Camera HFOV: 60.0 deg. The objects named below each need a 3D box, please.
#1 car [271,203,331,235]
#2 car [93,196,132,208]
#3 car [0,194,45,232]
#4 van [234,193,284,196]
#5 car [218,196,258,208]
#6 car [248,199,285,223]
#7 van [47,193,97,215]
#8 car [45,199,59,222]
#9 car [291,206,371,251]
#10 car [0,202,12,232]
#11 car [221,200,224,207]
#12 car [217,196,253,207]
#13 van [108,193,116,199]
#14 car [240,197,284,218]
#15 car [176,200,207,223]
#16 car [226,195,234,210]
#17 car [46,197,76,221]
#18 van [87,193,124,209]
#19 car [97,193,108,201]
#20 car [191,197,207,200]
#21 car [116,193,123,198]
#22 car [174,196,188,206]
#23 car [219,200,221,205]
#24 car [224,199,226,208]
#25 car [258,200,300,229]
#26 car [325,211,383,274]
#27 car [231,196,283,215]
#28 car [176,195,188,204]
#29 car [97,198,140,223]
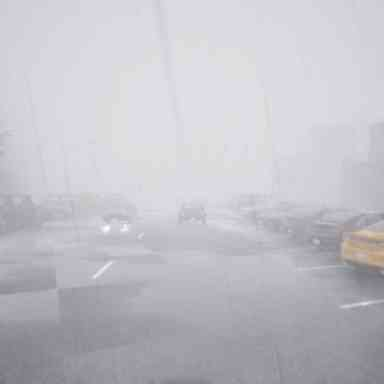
[{"bbox_3d":[6.379,1.394,14.786,4.892,1.521,2.231,1,0,-20],"label":"car"},{"bbox_3d":[-10.846,1.325,45.399,5.008,1.535,2.097,-1,0,-19],"label":"car"},{"bbox_3d":[-11.415,1.167,18.356,5.566,2.045,2.435,-1,0,-19],"label":"car"},{"bbox_3d":[6.405,1.114,29.507,4.442,1.987,1.878,1,0,-20],"label":"van"},{"bbox_3d":[6.116,1.312,44.197,4.792,1.488,2.163,1,0,-21],"label":"car"},{"bbox_3d":[6.326,1.400,20.648,4.792,1.488,2.163,1,0,-20],"label":"car"},{"bbox_3d":[-11.306,1.152,30.358,4.442,1.987,1.878,-1,0,-19],"label":"van"},{"bbox_3d":[-11.376,1.437,21.372,4.792,1.488,2.163,-1,0,-19],"label":"car"},{"bbox_3d":[6.387,1.405,11.853,4.892,1.521,2.231,1,0,-20],"label":"car"},{"bbox_3d":[-11.405,1.429,15.353,4.892,1.521,2.231,-1,0,-20],"label":"car"},{"bbox_3d":[6.233,1.335,38.322,4.792,1.488,2.163,1,0,-21],"label":"car"},{"bbox_3d":[6.109,1.312,47.159,4.674,1.452,2.002,1,1,-21],"label":"car"},{"bbox_3d":[-10.953,1.128,36.446,4.442,1.987,1.878,-1,0,-19],"label":"van"},{"bbox_3d":[6.344,1.360,23.593,5.008,1.535,2.097,1,1,-20],"label":"car"},{"bbox_3d":[0.011,1.491,24.340,1.895,1.301,4.718,0,0,0],"label":"car"},{"bbox_3d":[6.273,1.327,32.409,5.008,1.535,2.097,1,0,-20],"label":"car"},{"bbox_3d":[-11.316,1.398,24.392,4.892,1.521,2.231,-1,0,-19],"label":"car"},{"bbox_3d":[-11.033,1.111,42.361,4.442,1.987,1.878,-1,0,-19],"label":"van"},{"bbox_3d":[-11.100,1.240,33.411,4.553,1.767,2.185,-1,0,-19],"label":"car"},{"bbox_3d":[0.918,1.317,41.740,2.128,1.511,4.902,0,0,1],"label":"car"},{"bbox_3d":[-10.967,1.094,39.417,5.566,2.045,2.435,-1,0,-19],"label":"car"},{"bbox_3d":[-1.592,1.293,49.101,2.128,1.511,4.902,0,0,-1],"label":"car"},{"bbox_3d":[6.147,1.168,41.251,4.553,1.767,2.185,1,0,-21],"label":"car"},{"bbox_3d":[6.209,1.190,35.352,4.553,1.767,2.185,1,0,-21],"label":"car"},{"bbox_3d":[6.378,1.382,17.721,5.008,1.535,2.097,1,0,-20],"label":"car"},{"bbox_3d":[6.398,1.415,8.916,5.008,1.535,2.097,1,0,-20],"label":"car"},{"bbox_3d":[6.140,1.344,26.464,5.366,1.575,1.946,1,0,-20],"label":"car"},{"bbox_3d":[-1.740,1.316,58.919,1.895,1.301,4.718,0,1,-1],"label":"car"},{"bbox_3d":[-5.100,1.440,24.646,2.033,1.411,5.357,0,0,0],"label":"car"}]
